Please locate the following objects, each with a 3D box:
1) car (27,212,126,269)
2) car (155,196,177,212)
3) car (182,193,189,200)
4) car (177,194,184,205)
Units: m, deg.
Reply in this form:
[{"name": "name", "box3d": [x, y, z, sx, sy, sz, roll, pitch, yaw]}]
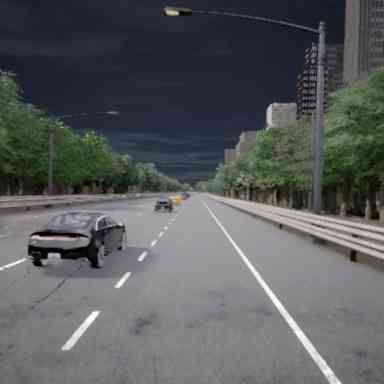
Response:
[{"name": "car", "box3d": [-3.422, 1.393, 10.766, 2.128, 1.511, 4.902, 2, 0, 1]}, {"name": "car", "box3d": [-3.094, 1.417, 37.899, 1.837, 1.490, 4.892, 2, 0, 1]}, {"name": "car", "box3d": [-2.470, 1.513, 89.578, 2.033, 1.411, 5.357, 2, 0, 1]}, {"name": "car", "box3d": [-2.875, 1.406, 55.902, 1.882, 1.535, 5.008, 2, 0, 1]}]
